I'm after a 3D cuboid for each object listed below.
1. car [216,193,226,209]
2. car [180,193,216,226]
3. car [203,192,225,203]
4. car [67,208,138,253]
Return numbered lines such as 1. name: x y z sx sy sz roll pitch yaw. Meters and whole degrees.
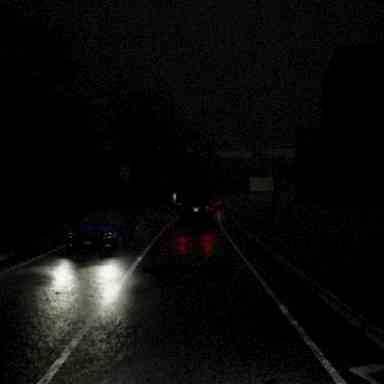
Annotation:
1. car: 3.101 1.227 41.431 1.801 1.575 5.366 1 1 13
2. car: 0.399 1.191 23.228 2.150 2.045 5.566 0 0 3
3. car: 3.783 0.876 55.536 2.033 1.411 5.357 2 3 22
4. car: -3.532 1.457 13.857 1.882 1.535 5.008 0 0 1
